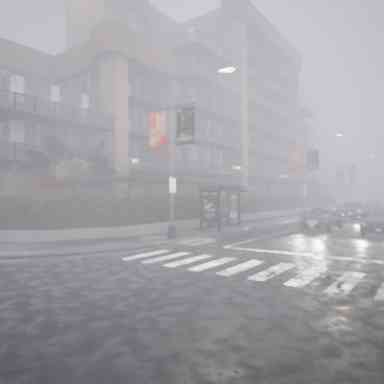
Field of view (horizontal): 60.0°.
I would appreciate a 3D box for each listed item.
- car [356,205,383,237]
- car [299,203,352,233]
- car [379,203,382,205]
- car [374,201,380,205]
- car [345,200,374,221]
[{"bbox_3d":[10.828,1.675,18.730,1.812,1.442,4.674,-1,-1,37],"label":"car"},{"bbox_3d":[8.421,1.697,21.365,2.128,1.511,4.902,-1,-1,37],"label":"car"},{"bbox_3d":[16.555,1.744,26.382,2.033,1.411,5.357,-1,-1,37],"label":"car"},{"bbox_3d":[19.979,1.793,36.855,2.128,1.511,4.902,-1,-1,36],"label":"car"},{"bbox_3d":[13.938,1.603,28.736,2.097,1.767,4.553,-1,-1,37],"label":"car"}]
